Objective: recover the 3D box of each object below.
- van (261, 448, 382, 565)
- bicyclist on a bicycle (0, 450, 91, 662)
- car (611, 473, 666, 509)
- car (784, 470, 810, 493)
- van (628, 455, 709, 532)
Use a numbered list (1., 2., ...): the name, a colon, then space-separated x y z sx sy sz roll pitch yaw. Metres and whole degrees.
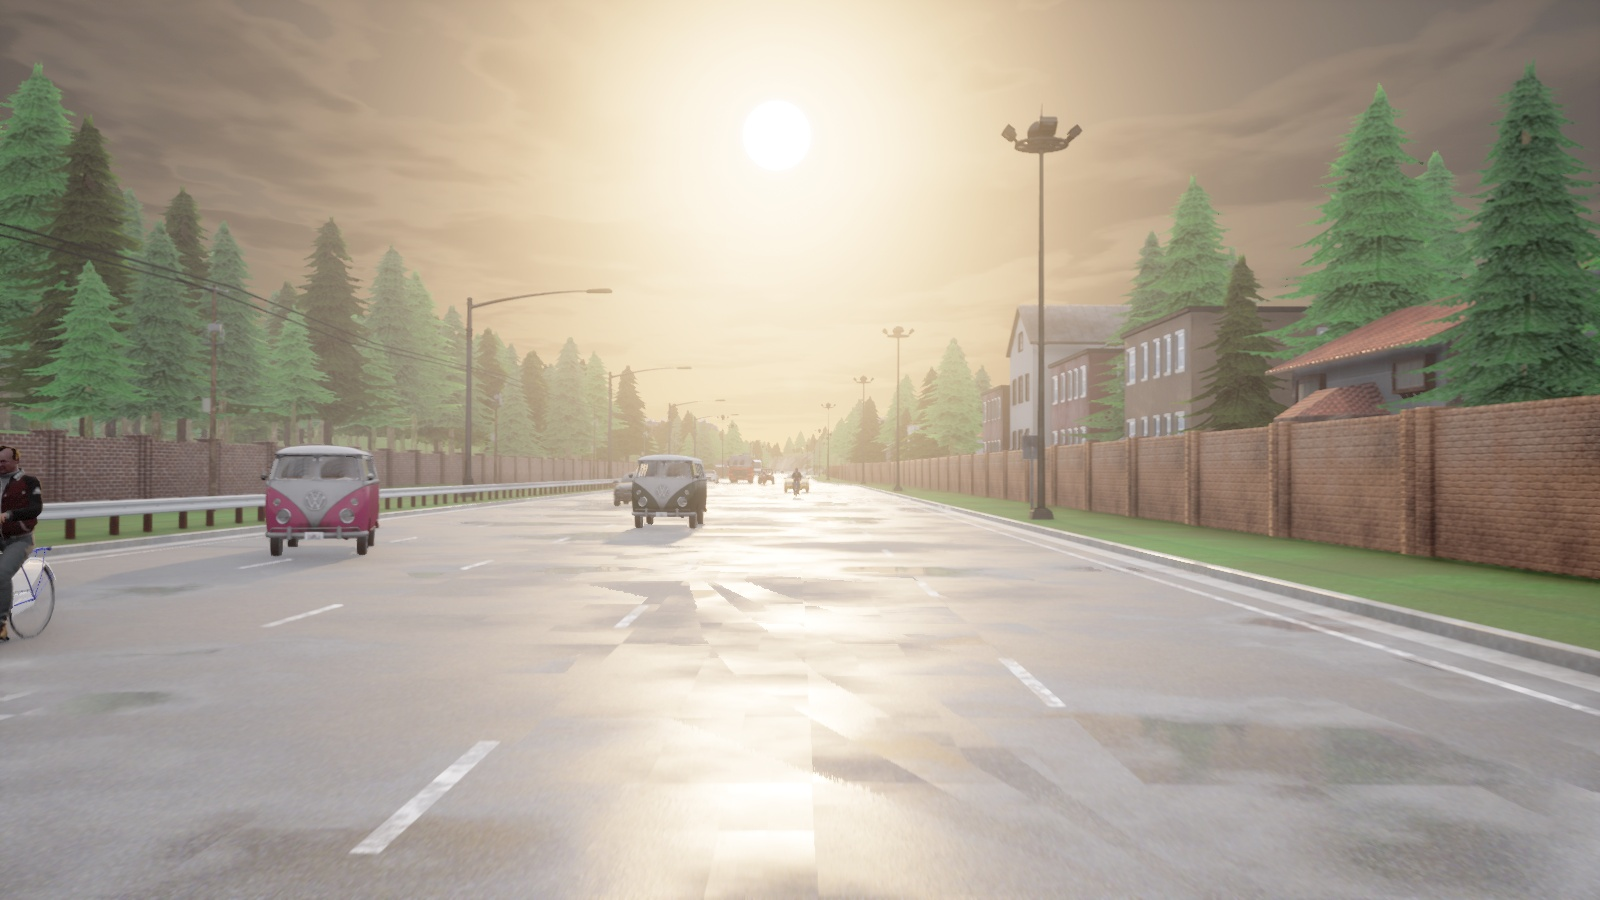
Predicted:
1. van: -8.952 1.002 23.803 1.775 1.987 4.442 0 -1 -16
2. bicyclist on a bicycle: -7.028 0.896 10.926 0.659 1.776 1.843 0 -1 0
3. car: -7.140 1.783 55.842 1.837 1.490 4.892 0 -1 0
4. car: -0.227 2.283 91.349 1.801 1.575 5.366 0 -1 0
5. van: -3.588 1.166 34.917 1.775 1.987 4.442 0 -1 0
